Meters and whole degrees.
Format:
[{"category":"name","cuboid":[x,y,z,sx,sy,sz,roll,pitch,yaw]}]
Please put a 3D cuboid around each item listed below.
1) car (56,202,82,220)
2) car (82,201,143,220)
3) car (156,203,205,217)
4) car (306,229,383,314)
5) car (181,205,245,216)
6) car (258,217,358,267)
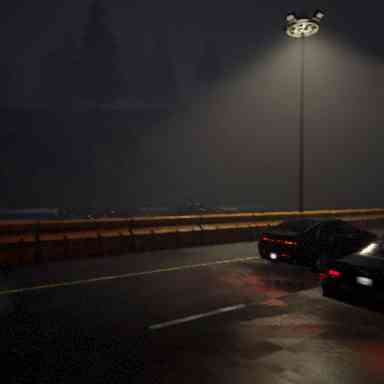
[{"category":"car","cuboid":[-8.672,1.492,27.724,4.902,1.511,2.128,1,0,-34]},{"category":"car","cuboid":[-5.839,1.586,25.417,4.181,1.385,1.994,1,0,-34]},{"category":"car","cuboid":[-0.315,1.582,24.941,4.892,1.490,1.837,1,0,-34]},{"category":"car","cuboid":[5.062,1.621,7.192,5.357,1.411,2.033,1,0,-34]},{"category":"car","cuboid":[1.909,1.692,22.222,4.718,1.301,1.895,1,0,-34]},{"category":"car","cuboid":[4.318,1.585,10.905,4.892,1.490,1.837,0,0,-35]}]
